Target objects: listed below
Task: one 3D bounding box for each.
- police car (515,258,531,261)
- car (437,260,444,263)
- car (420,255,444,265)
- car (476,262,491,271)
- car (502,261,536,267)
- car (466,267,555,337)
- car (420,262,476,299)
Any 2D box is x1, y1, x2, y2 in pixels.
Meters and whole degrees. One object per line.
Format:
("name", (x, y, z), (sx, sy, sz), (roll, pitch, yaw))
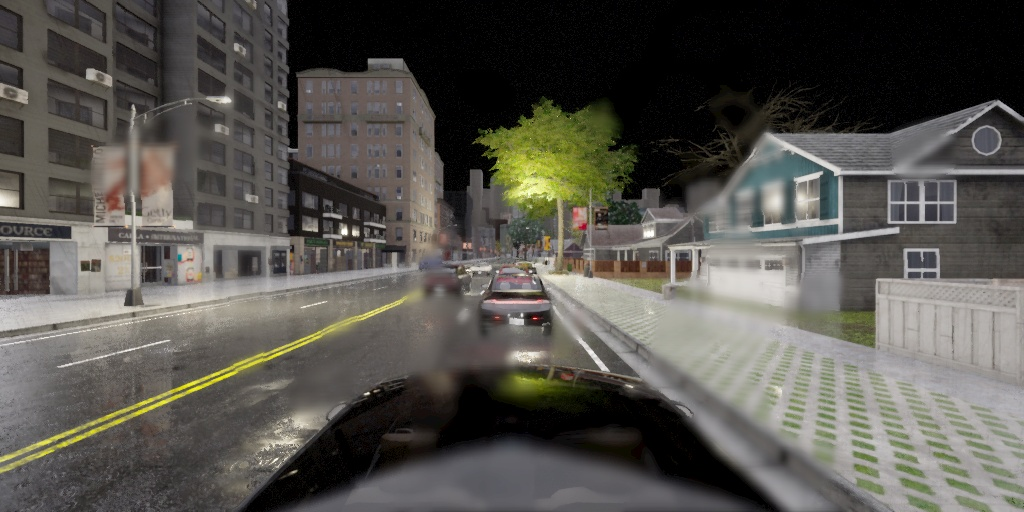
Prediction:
("police car", (1.003, 1.155, 29.563), (1.930, 1.638, 5.238), (0, 0, 0))
("car", (-6.562, 1.318, 39.288), (1.895, 1.301, 4.718), (0, 0, 0))
("car", (-9.808, 0.927, 44.509), (2.150, 2.045, 5.566), (0, 1, 0))
("car", (-3.116, 1.320, 37.115), (1.895, 1.301, 4.718), (0, 0, 0))
("car", (0.119, 1.219, 19.834), (1.882, 1.535, 5.008), (0, 0, 0))
("car", (0.111, 1.239, 10.330), (2.128, 1.511, 4.902), (0, 0, 0))
("car", (-3.132, 1.247, 18.013), (1.837, 1.490, 4.892), (0, 0, 0))
